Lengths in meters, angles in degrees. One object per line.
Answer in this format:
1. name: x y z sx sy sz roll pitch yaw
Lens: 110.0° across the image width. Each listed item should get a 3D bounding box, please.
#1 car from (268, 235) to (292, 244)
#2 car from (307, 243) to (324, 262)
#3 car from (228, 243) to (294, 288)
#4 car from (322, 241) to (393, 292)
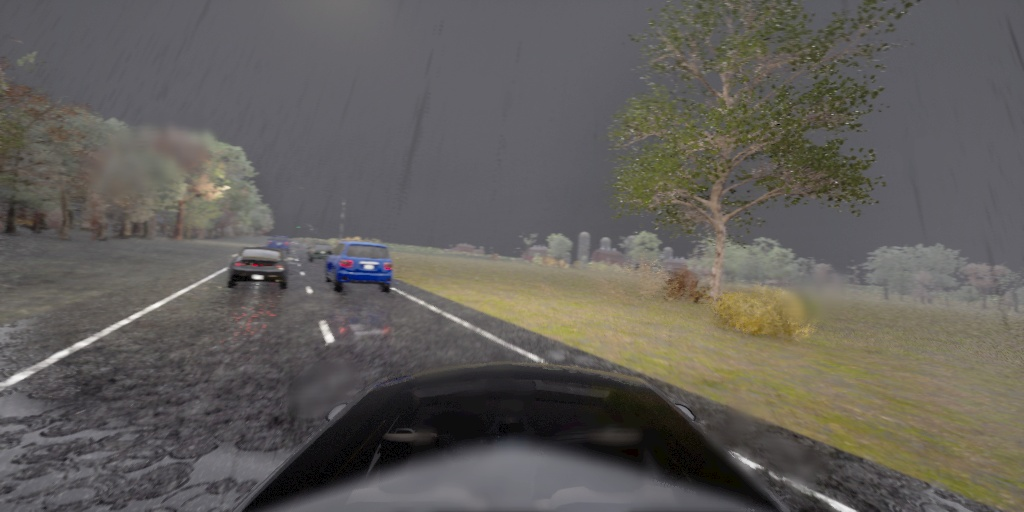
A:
1. car: -27.559 -1.380 42.458 2.150 2.045 5.566 5 0 -32
2. car: -17.517 -0.383 32.970 2.097 1.767 4.553 5 0 -32
3. car: -10.211 0.381 14.686 1.837 1.490 4.892 5 0 -32
4. car: -6.916 0.388 16.040 2.150 2.045 5.566 5 0 -32
